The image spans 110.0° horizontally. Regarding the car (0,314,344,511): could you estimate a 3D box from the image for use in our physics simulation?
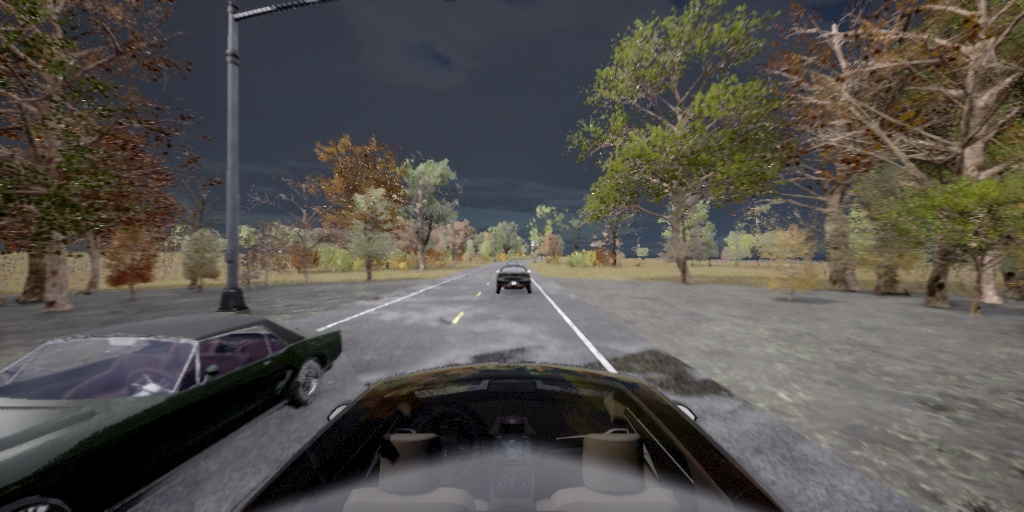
[{"bbox_3d":[-3.600,1.353,3.450,1.895,1.301,4.718,0,0,0],"label":"car"}]

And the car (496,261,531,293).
[{"bbox_3d":[0.094,1.260,21.210,1.882,1.535,5.008,0,0,0],"label":"car"}]
